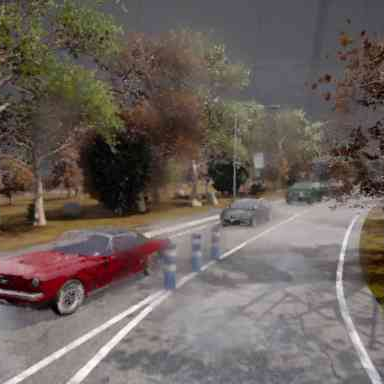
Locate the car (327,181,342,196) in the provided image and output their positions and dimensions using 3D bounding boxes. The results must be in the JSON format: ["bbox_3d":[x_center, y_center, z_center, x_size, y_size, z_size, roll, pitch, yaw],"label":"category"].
[{"bbox_3d":[16.230,-0.432,38.886,2.097,1.767,4.553,0,3,36],"label":"car"}]

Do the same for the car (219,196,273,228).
[{"bbox_3d":[3.174,1.055,18.848,1.837,1.490,4.892,0,3,29],"label":"car"}]

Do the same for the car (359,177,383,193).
[{"bbox_3d":[22.154,-0.864,40.987,2.150,2.045,5.566,0,3,36],"label":"car"}]

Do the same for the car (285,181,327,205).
[{"bbox_3d":[10.378,0.014,30.640,2.150,2.045,5.566,0,3,34],"label":"car"}]

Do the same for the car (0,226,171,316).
[{"bbox_3d":[-2.341,1.532,7.685,1.895,1.301,4.718,0,1,24],"label":"car"}]
